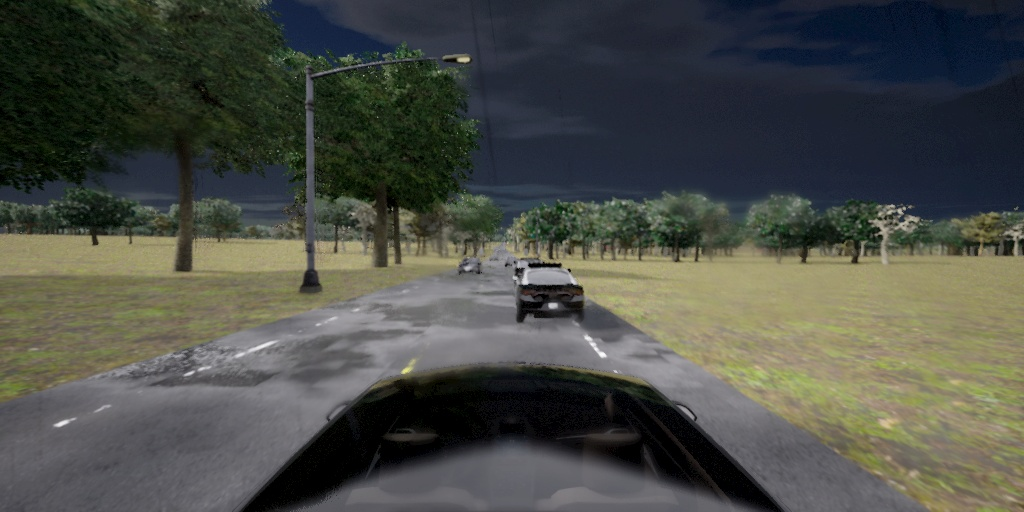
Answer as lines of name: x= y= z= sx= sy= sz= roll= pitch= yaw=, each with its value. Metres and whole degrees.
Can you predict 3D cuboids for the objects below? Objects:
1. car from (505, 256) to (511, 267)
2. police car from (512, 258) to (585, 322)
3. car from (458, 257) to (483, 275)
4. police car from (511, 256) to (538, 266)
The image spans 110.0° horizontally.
car: x=0.005 y=0.771 z=49.557 sx=1.994 sy=1.385 sz=4.181 roll=0 pitch=0 yaw=0
police car: x=1.047 y=1.017 z=11.666 sx=1.930 sy=1.638 sz=5.238 roll=0 pitch=1 yaw=0
car: x=-3.594 y=0.854 z=31.587 sx=2.128 sy=1.511 sz=4.902 roll=0 pitch=0 yaw=0
police car: x=1.045 y=0.888 z=21.670 sx=1.930 sy=1.638 sz=5.238 roll=0 pitch=1 yaw=0
